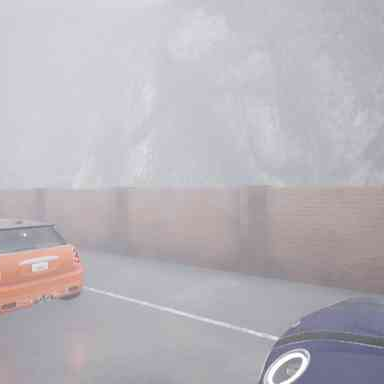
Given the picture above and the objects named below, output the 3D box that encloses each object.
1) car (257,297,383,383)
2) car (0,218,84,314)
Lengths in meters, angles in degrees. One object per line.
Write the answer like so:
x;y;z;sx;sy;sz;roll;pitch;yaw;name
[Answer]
2.703;1.352;2.102;4.553;1.767;2.097;0;0;35;car
-4.433;1.352;7.159;4.553;1.767;2.097;0;0;36;car
